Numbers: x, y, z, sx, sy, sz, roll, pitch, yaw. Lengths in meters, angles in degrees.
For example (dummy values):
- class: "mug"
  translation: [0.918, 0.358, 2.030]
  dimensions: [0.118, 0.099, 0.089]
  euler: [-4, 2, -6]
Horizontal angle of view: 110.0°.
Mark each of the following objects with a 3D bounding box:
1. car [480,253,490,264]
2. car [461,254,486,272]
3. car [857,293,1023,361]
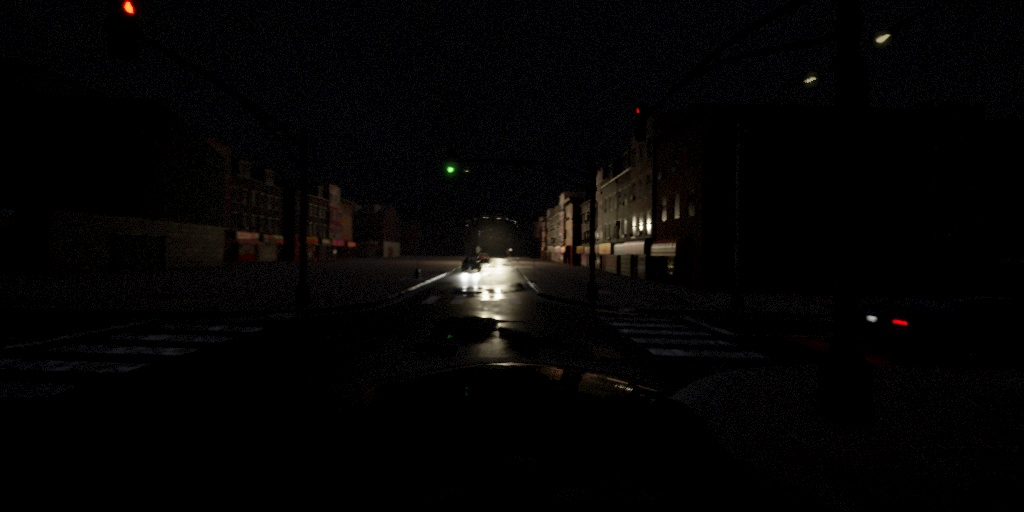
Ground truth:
- class: "car"
  translation: [-4.620, 0.343, 57.560]
  dimensions: [2.097, 1.767, 4.553]
  euler: [0, 1, -2]
- class: "car"
  translation: [-4.016, 0.811, 36.159]
  dimensions: [2.128, 1.511, 4.902]
  euler: [0, 1, -2]
- class: "car"
  translation: [11.136, 1.629, 8.686]
  dimensions: [5.357, 1.411, 2.033]
  euler: [2, 0, -2]
